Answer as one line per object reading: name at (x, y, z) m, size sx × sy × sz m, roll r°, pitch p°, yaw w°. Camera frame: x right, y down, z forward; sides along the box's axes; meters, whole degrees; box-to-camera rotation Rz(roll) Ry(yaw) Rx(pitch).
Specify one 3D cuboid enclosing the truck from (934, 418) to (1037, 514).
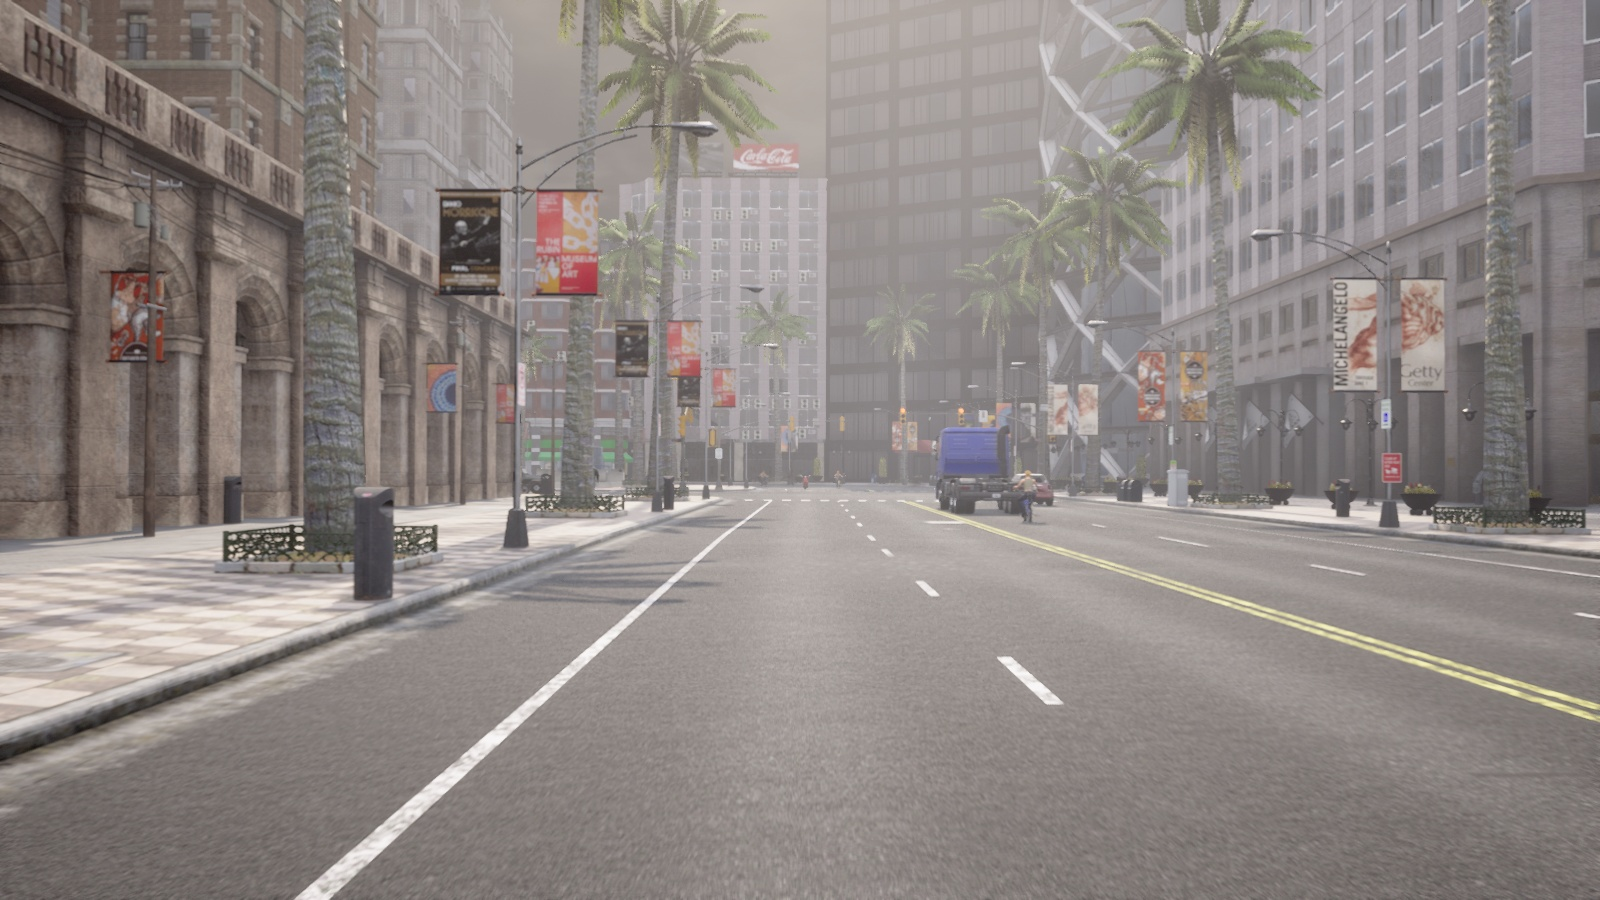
truck at (7.120, 0.630, 49.312) m, size 2.891 × 3.462 × 7.936 m, roll 0°, pitch -1°, yaw 0°

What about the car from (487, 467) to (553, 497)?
car at (-18.042, 2.039, 81.040) m, size 3.866 × 1.878 × 1.905 m, roll 0°, pitch -1°, yaw 1°

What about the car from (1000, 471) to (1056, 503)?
car at (10.707, 1.727, 59.107) m, size 1.970 × 1.475 × 3.806 m, roll 0°, pitch -1°, yaw 1°

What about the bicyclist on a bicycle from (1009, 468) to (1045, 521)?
bicyclist on a bicycle at (7.026, 1.375, 38.922) m, size 0.866 × 1.612 × 1.509 m, roll 0°, pitch -2°, yaw 1°
